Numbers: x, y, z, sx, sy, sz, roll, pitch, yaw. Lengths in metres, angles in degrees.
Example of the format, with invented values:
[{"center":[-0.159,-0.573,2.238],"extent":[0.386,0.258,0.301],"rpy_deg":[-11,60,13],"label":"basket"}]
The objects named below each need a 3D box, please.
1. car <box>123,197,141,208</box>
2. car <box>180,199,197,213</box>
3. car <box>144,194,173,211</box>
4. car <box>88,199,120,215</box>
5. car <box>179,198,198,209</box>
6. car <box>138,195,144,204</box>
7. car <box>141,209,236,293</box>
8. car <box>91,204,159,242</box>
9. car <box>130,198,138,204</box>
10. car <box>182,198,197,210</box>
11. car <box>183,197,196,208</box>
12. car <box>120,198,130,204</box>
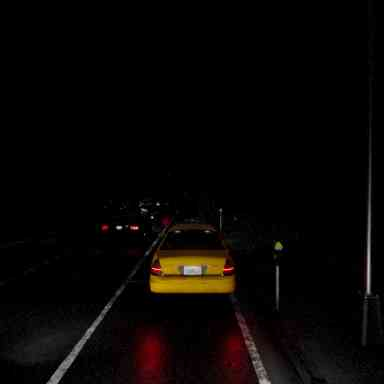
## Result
[{"center":[-8.882,1.549,49.605],"extent":[1.887,1.381,4.507],"rpy_deg":[-1,0,0],"label":"car"},{"center":[-0.365,1.545,38.587],"extent":[1.887,1.381,4.507],"rpy_deg":[-1,0,0],"label":"car"},{"center":[-3.118,1.220,33.279],"extent":[2.150,2.045,5.566],"rpy_deg":[0,0,0],"label":"car"},{"center":[-8.895,1.439,33.088],"extent":[1.967,1.590,4.097],"rpy_deg":[-1,0,0],"label":"car"},{"center":[-0.368,1.565,33.083],"extent":[1.947,1.339,4.313],"rpy_deg":[-1,0,0],"label":"car"},{"center":[-6.110,1.331,47.195],"extent":[2.150,2.045,5.566],"rpy_deg":[0,0,0],"label":"car"},{"center":[0.012,1.455,8.839],"extent":[1.801,1.575,5.366],"rpy_deg":[0,0,0],"label":"car"},{"center":[-3.031,1.545,16.354],"extent":[2.033,1.411,5.357],"rpy_deg":[0,0,0],"label":"car"},{"center":[-8.886,1.553,44.099],"extent":[2.008,1.369,4.403],"rpy_deg":[-1,0,0],"label":"car"},{"center":[-0.361,1.547,44.093],"extent":[1.887,1.381,4.507],"rpy_deg":[-1,0,0],"label":"car"},{"center":[-0.357,1.549,49.598],"extent":[1.887,1.381,4.507],"rpy_deg":[-1,0,0],"label":"car"},{"center":[-8.889,1.566,38.594],"extent":[1.947,1.339,4.313],"rpy_deg":[-1,0,0],"label":"car"}]
